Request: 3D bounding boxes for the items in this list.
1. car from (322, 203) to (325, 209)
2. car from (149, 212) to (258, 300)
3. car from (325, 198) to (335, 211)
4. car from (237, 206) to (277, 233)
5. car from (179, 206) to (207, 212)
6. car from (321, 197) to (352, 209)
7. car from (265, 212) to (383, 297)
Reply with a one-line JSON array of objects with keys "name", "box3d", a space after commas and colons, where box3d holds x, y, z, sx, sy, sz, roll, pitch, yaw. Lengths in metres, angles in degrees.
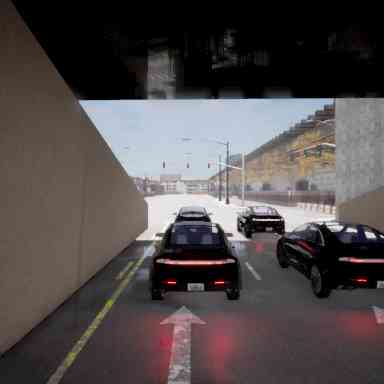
[{"name": "car", "box3d": [17.410, 1.453, 40.083, 2.038, 1.542, 4.974, 0, 0, 45]}, {"name": "car", "box3d": [0.064, 1.492, 8.395, 2.128, 1.511, 4.902, 0, 0, 0]}, {"name": "car", "box3d": [17.320, 1.453, 35.476, 2.038, 1.542, 4.974, 0, 0, -35]}, {"name": "car", "box3d": [3.541, 1.491, 17.690, 2.128, 1.511, 4.902, 0, 0, 0]}, {"name": "car", "box3d": [0.043, 1.505, 17.515, 1.837, 1.490, 4.892, 0, 0, 0]}, {"name": "car", "box3d": [17.446, 1.295, 40.120, 1.853, 1.218, 4.536, 0, 0, 45]}, {"name": "car", "box3d": [3.561, 1.492, 8.557, 2.128, 1.511, 4.902, 0, 0, 0]}]
